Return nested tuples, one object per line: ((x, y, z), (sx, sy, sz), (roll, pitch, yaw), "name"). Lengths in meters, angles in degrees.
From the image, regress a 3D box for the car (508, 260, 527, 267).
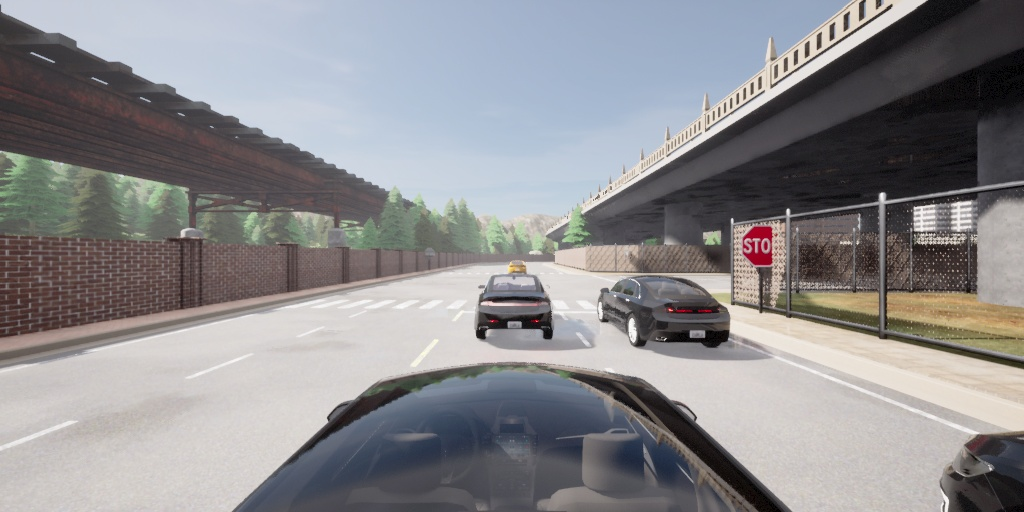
((0.605, 1.228, 39.184), (1.882, 1.535, 5.008), (0, 0, 1), "car")

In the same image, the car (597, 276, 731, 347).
((3.559, 1.255, 9.299), (1.837, 1.490, 4.892), (0, 0, 0), "car")

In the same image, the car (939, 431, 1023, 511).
((3.556, 1.255, 0.127), (1.837, 1.490, 4.892), (0, 0, 0), "car")

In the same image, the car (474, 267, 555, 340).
((0.057, 1.242, 10.000), (2.128, 1.511, 4.902), (0, 0, 0), "car")
